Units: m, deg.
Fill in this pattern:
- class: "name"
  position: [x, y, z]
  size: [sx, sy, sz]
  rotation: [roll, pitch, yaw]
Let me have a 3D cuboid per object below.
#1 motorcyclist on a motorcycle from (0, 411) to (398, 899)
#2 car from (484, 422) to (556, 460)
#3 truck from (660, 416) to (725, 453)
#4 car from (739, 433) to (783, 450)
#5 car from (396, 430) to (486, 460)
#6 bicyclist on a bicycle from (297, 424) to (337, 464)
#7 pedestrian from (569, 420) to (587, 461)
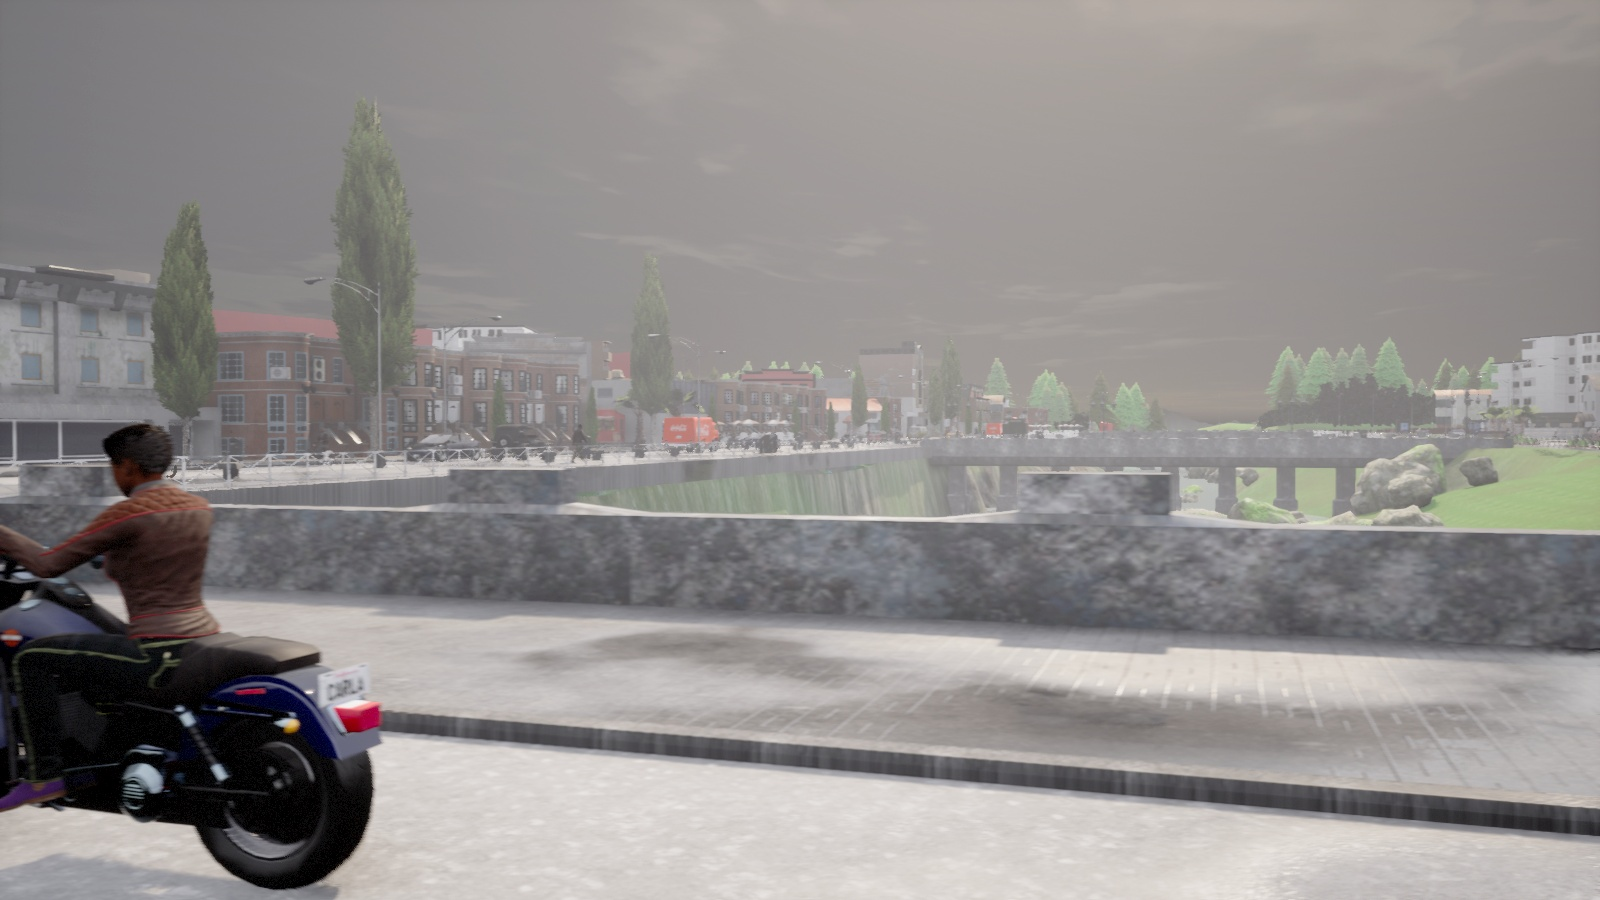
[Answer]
- class: "motorcyclist on a motorcycle"
  position: [-2.720, 0.692, 4.636]
  size: [2.350, 1.649, 0.766]
  rotation: [0, 1, 19]
- class: "car"
  position: [-14.500, -0.477, 65.262]
  size: [1.905, 1.878, 3.866]
  rotation: [1, 1, 19]
- class: "truck"
  position: [-7.349, -1.074, 86.527]
  size: [2.627, 2.467, 5.204]
  rotation: [1, 1, 19]
- class: "car"
  position: [-3.051, -0.675, 99.330]
  size: [1.895, 1.301, 4.718]
  rotation: [1, 1, 19]
- class: "car"
  position: [-18.645, -0.292, 65.484]
  size: [2.163, 1.488, 4.792]
  rotation: [1, 1, 19]
- class: "bicyclist on a bicycle"
  position: [-21.696, -0.288, 56.406]
  size: [0.659, 1.776, 1.843]
  rotation: [1, 1, 19]
- class: "pedestrian"
  position: [-10.047, -0.411, 56.789]
  size: [0.431, 1.840, 0.703]
  rotation: [1, 1, 40]
